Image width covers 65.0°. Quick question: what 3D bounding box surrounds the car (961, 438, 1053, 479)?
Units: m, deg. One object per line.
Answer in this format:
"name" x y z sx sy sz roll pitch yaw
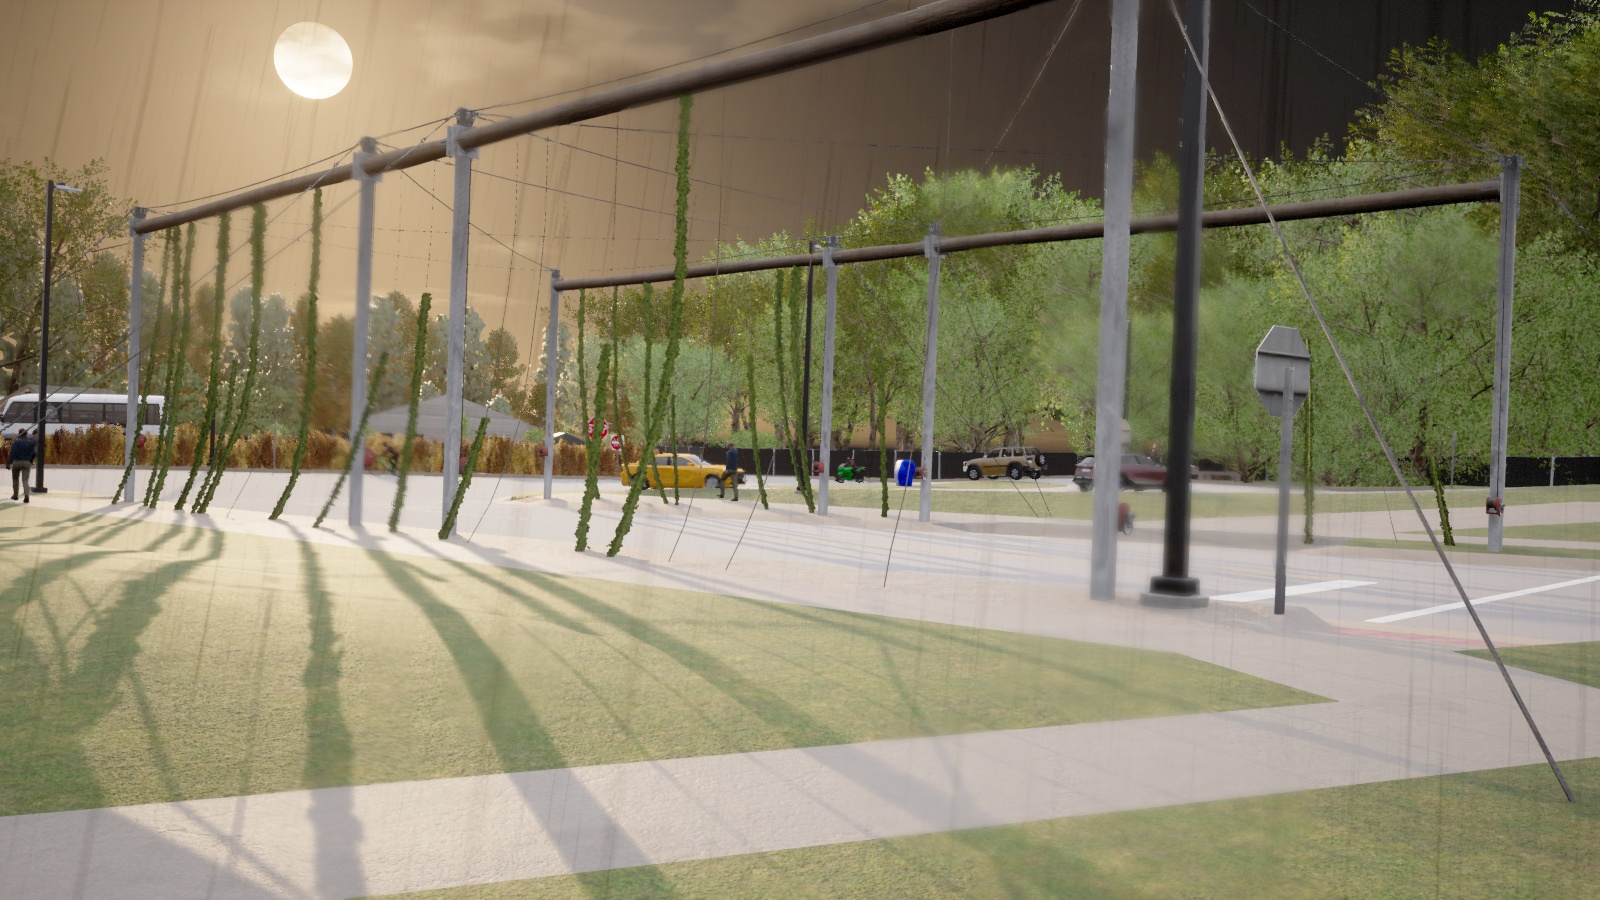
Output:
"car" 11.160 0.464 67.980 1.932 1.855 4.605 -3 -2 -43

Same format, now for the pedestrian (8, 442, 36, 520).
"pedestrian" -18.610 0.724 30.029 0.726 1.835 0.370 1 0 44

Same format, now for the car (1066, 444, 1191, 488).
"car" 13.153 0.613 50.180 4.856 1.649 2.033 -1 1 -31

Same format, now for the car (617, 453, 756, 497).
"car" -4.387 0.962 48.578 5.008 1.535 1.882 -2 1 19

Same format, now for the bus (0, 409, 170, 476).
"bus" -47.534 -0.539 82.752 10.273 4.253 3.944 -1 1 -18

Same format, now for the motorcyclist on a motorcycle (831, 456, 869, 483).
"motorcyclist on a motorcycle" 2.851 1.106 71.312 2.044 1.523 0.797 -1 0 -36

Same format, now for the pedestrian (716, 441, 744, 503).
"pedestrian" -2.108 0.655 37.667 0.726 1.842 0.402 1 0 43
